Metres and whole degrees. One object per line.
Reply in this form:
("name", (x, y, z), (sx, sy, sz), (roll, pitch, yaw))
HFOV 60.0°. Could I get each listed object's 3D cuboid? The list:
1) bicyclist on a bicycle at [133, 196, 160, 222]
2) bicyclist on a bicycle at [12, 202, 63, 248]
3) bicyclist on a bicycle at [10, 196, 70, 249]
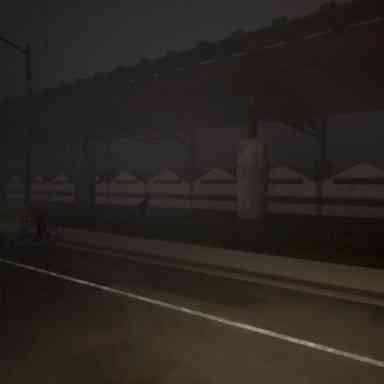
("bicyclist on a bicycle", (-2.798, 1.041, 20.371), (1.656, 1.620, 0.582), (1, 1, -10))
("bicyclist on a bicycle", (-5.784, 1.221, 12.301), (0.582, 1.620, 1.656), (0, 0, 44))
("bicyclist on a bicycle", (-5.810, 1.130, 12.810), (0.582, 1.620, 1.656), (-21, -1, 31))
